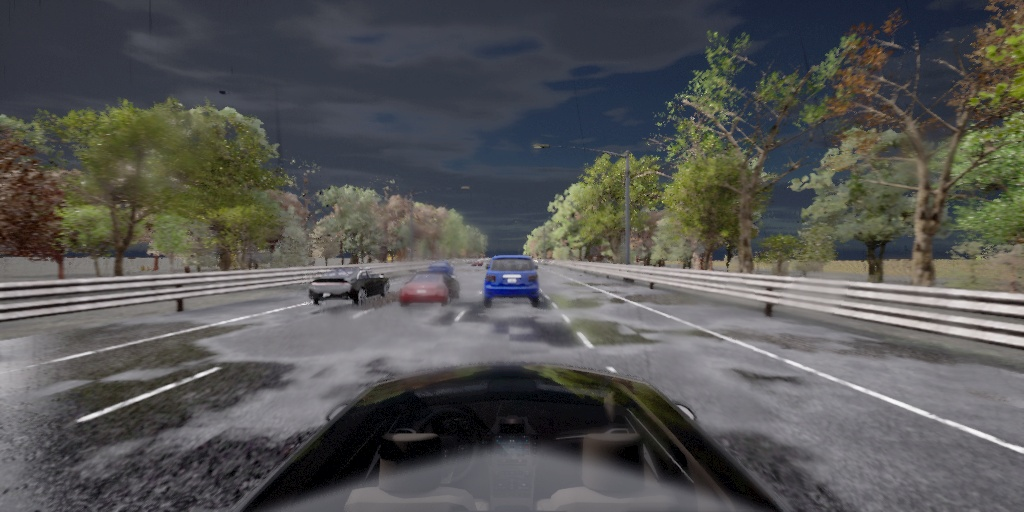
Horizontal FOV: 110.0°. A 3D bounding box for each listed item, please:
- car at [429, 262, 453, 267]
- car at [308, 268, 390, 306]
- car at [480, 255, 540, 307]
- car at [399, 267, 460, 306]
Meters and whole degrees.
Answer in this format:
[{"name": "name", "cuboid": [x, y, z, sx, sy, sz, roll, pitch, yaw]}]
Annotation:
[{"name": "car", "cuboid": [-7.007, 1.305, 35.641, 1.882, 1.535, 5.008, 0, 0, 0]}, {"name": "car", "cuboid": [-7.003, 1.272, 15.961, 2.128, 1.511, 4.902, 0, 0, 0]}, {"name": "car", "cuboid": [-0.001, 1.001, 15.893, 2.150, 2.045, 5.566, 0, 0, 0]}, {"name": "car", "cuboid": [-3.502, 1.344, 15.890, 1.994, 1.385, 4.181, 0, 0, 0]}]
